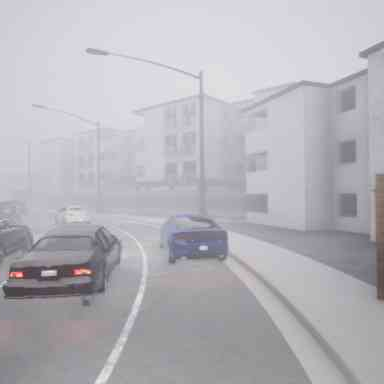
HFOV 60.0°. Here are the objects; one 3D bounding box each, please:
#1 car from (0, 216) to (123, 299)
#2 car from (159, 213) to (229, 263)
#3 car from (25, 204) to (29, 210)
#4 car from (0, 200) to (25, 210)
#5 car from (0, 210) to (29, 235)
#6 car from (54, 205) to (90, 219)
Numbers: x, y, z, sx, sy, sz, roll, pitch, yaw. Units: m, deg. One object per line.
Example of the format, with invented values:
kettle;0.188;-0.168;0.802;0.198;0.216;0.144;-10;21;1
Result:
car;-3.014;1.615;8.871;2.033;1.411;5.357;-1;0;-6
car;-0.117;1.528;12.305;1.882;1.535;5.008;-1;0;-11
car;-19.536;1.704;36.088;4.553;1.767;2.097;-1;0;43
car;-16.281;1.640;28.292;2.097;1.767;4.553;0;0;-44
car;-7.043;1.613;11.496;2.128;1.511;4.902;0;0;-10
car;-8.989;1.721;24.952;1.812;1.442;4.674;0;0;-33
